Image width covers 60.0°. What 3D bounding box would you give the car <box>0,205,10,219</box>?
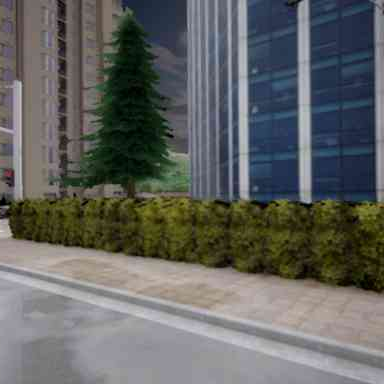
[{"bbox_3d":[-17.533,1.901,33.351,2.033,1.411,5.357,-1,0,36],"label":"car"}]
